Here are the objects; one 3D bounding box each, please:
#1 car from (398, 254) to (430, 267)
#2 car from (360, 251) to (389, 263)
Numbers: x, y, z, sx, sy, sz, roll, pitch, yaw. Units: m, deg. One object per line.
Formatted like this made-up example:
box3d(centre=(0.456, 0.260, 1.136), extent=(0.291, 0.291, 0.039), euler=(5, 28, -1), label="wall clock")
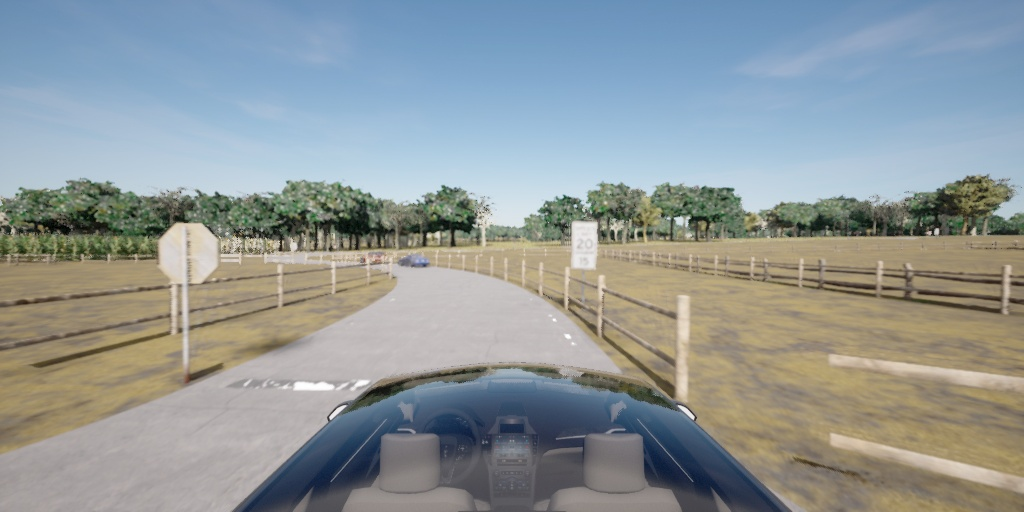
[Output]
box3d(centre=(-11.014, 0.498, 40.116), extent=(2.033, 1.411, 5.357), euler=(-1, 2, -38), label="car")
box3d(centre=(-18.632, 0.140, 48.523), extent=(4.553, 1.767, 2.097), euler=(1, 2, 42), label="car")
